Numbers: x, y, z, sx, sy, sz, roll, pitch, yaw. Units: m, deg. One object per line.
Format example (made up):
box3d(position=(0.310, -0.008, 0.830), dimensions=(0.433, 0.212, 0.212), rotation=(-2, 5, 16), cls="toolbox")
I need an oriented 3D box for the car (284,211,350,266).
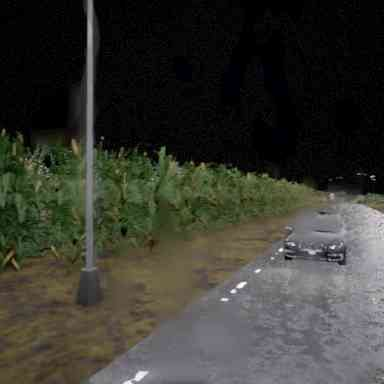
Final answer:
box3d(position=(4.536, 1.502, 11.869), dimensions=(1.837, 1.490, 4.892), rotation=(0, 0, 25), cls="car")
